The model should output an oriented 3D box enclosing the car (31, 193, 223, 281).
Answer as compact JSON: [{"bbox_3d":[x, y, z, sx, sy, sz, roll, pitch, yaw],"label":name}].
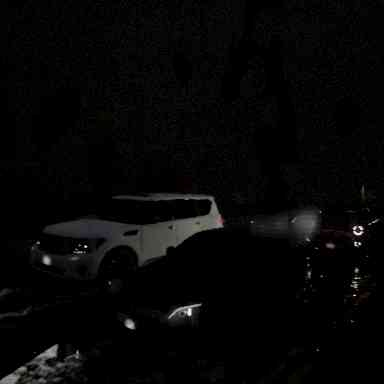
[{"bbox_3d":[-1.272,1.054,8.982,2.150,2.045,5.566,2,1,38],"label":"car"}]

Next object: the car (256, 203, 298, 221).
[{"bbox_3d":[4.663,1.358,16.624,1.837,1.490,4.892,2,1,38],"label":"car"}]

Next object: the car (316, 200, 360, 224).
[{"bbox_3d":[10.838,1.399,24.551,1.812,1.442,4.674,2,1,38],"label":"car"}]

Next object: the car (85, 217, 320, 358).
[{"bbox_3d":[0.630,1.441,6.148,1.812,1.442,4.674,2,1,38],"label":"car"}]

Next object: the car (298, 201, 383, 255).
[{"bbox_3d":[6.182,1.286,13.277,2.097,1.767,4.553,2,1,38],"label":"car"}]
